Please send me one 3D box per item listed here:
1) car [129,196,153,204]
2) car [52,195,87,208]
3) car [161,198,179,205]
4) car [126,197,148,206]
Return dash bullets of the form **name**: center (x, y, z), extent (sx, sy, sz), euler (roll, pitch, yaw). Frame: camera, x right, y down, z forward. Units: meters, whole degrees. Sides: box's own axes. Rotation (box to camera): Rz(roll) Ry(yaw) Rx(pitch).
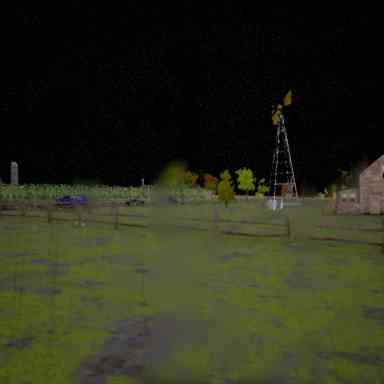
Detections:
- **car**: center (-10.336, 1.632, 67.300), extent (1.882, 1.535, 5.008), euler (-1, -1, 36)
- **car**: center (-19.849, 1.511, 54.268), extent (2.150, 2.045, 5.566), euler (-1, -1, 36)
- **car**: center (-4.698, 1.931, 70.408), extent (1.812, 1.442, 4.674), euler (-1, -1, 36)
- **car**: center (-10.367, 1.918, 62.449), extent (1.994, 1.385, 4.181), euler (-1, -1, 36)
